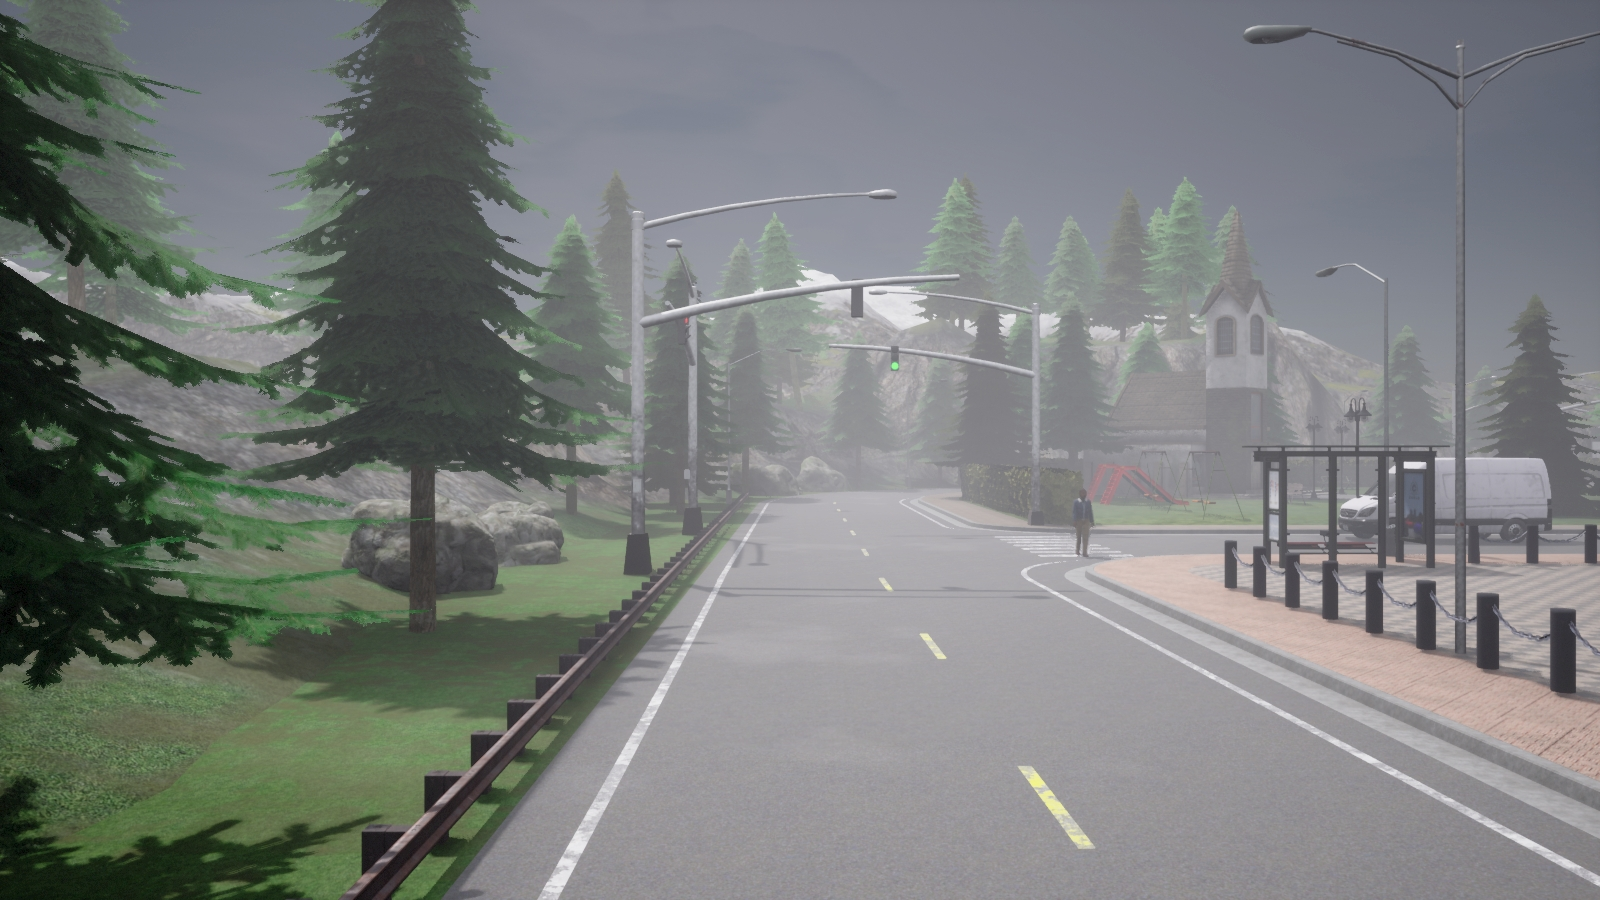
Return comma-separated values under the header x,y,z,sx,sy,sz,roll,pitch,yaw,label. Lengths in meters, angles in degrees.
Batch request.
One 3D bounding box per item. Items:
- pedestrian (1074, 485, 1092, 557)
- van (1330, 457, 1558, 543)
x,y,z,sx,sy,sz,roll,pitch,yaw,label
7.326,1.833,29.607,0.375,1.860,0.375,0,0,0,pedestrian
19.746,1.515,35.223,5.915,2.561,1.988,0,0,0,van
